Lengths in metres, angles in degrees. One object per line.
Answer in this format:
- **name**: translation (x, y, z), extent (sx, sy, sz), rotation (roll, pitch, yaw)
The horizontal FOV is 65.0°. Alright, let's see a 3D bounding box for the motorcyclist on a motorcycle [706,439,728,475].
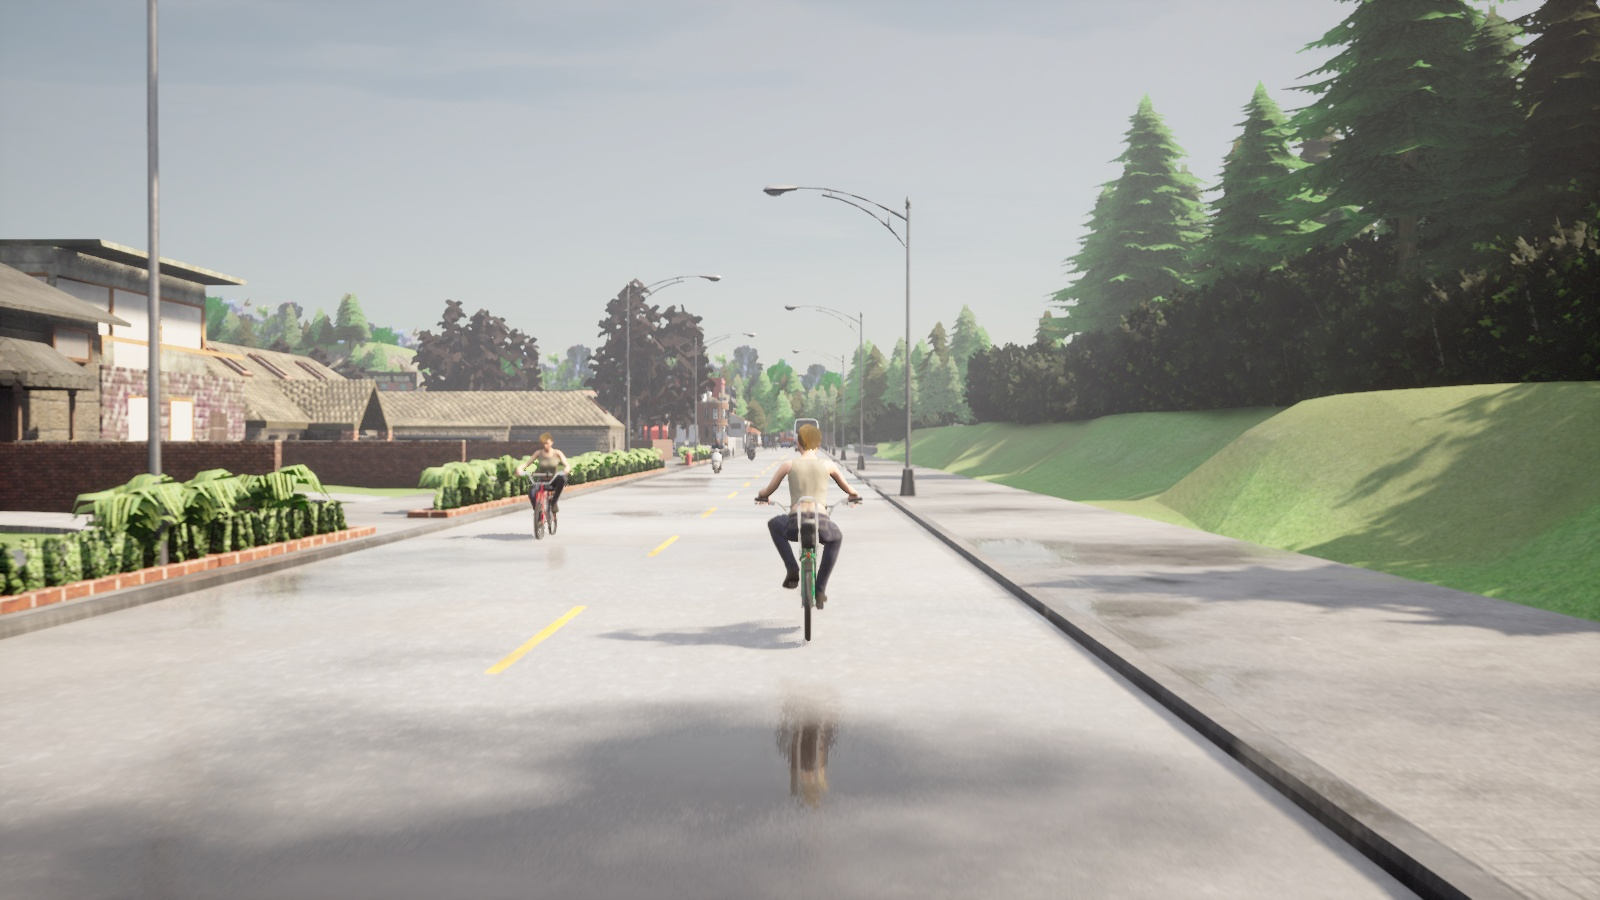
- **motorcyclist on a motorcycle**: translation (-3.674, 0.290, 55.608), extent (0.866, 1.590, 1.817), rotation (0, 0, 0)

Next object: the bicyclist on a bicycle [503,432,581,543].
- **bicyclist on a bicycle**: translation (-3.878, 0.541, 19.013), extent (0.866, 1.612, 1.509), rotation (0, 0, 0)

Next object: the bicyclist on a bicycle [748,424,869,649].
- **bicyclist on a bicycle**: translation (0.065, 0.611, 9.754), extent (0.866, 1.612, 1.509), rotation (0, 0, 1)
